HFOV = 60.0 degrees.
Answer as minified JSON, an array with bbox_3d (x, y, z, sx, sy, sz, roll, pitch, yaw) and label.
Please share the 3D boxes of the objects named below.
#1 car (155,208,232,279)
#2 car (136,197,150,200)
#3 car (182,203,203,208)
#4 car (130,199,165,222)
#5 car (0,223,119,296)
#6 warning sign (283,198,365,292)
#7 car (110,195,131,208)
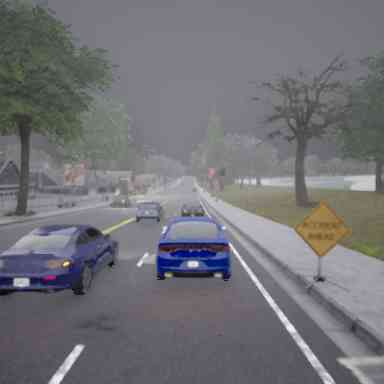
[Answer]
[{"bbox_3d":[0.069,1.479,10.061,1.882,1.535,5.008,0,0,1],"label":"car"},{"bbox_3d":[-6.612,1.394,45.703,1.812,1.442,4.674,0,0,0],"label":"car"},{"bbox_3d":[0.068,1.583,29.340,1.895,1.301,4.718,0,0,0],"label":"car"},{"bbox_3d":[-3.193,1.536,26.181,2.033,1.411,5.357,0,0,0],"label":"car"},{"bbox_3d":[-3.206,1.527,8.558,1.812,1.442,4.674,0,0,0],"label":"car"},{"bbox_3d":[2.884,1.119,7.439,1.300,1.860,1.060,2,2,0],"label":"warning sign"},{"bbox_3d":[-9.861,1.216,46.001,2.097,1.767,4.553,0,1,0],"label":"car"}]
